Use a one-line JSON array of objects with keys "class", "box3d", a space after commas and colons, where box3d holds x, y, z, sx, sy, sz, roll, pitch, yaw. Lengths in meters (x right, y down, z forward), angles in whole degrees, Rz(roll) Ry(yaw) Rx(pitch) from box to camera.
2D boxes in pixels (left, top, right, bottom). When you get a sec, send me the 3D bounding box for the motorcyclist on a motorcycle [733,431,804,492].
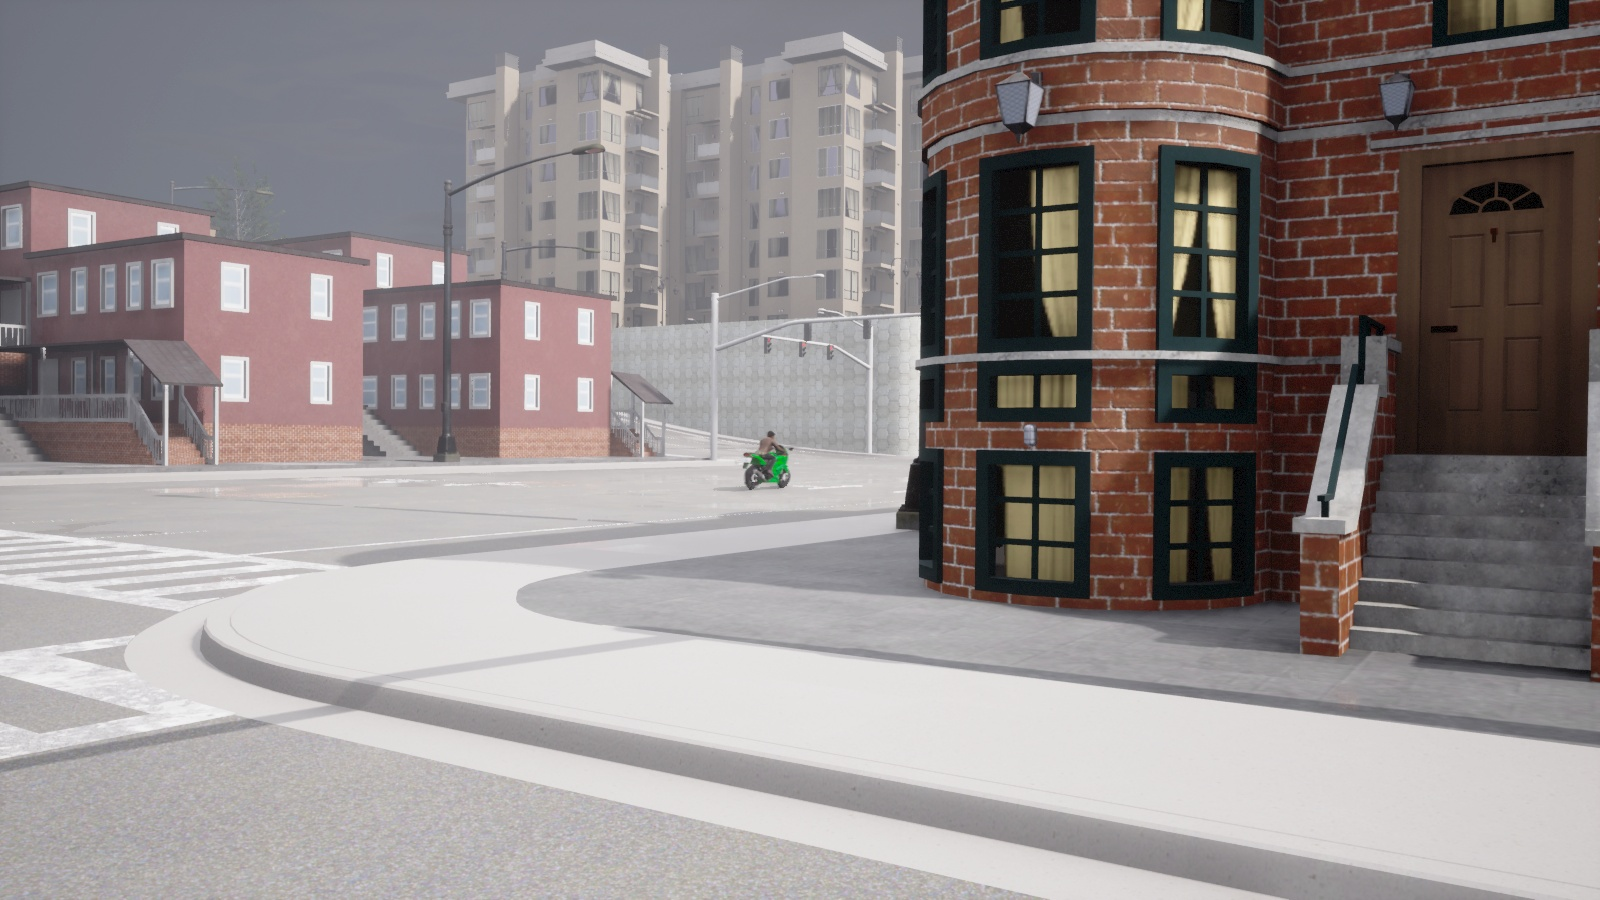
[{"class": "motorcyclist on a motorcycle", "box3d": [-0.800, 0.278, 32.403, 0.797, 1.523, 2.044, 0, 1, 34]}]
